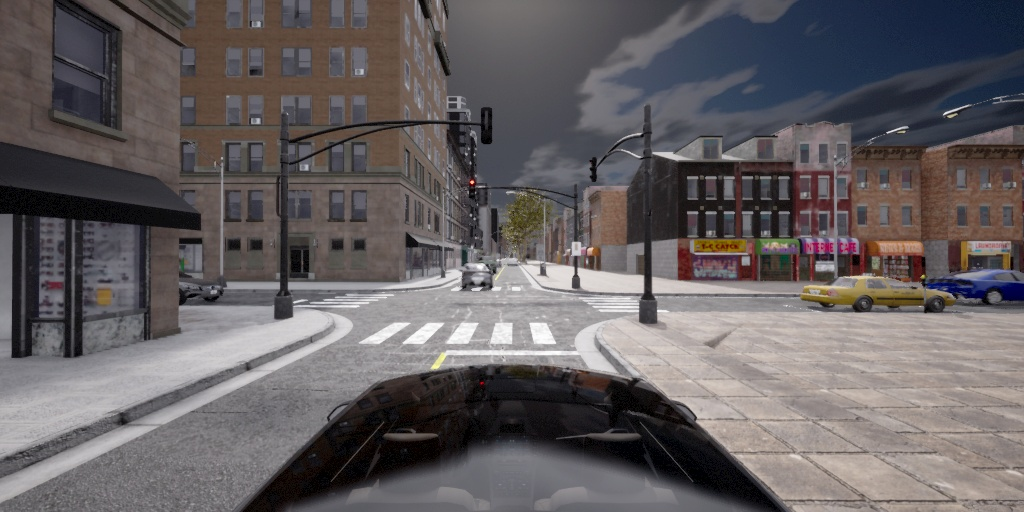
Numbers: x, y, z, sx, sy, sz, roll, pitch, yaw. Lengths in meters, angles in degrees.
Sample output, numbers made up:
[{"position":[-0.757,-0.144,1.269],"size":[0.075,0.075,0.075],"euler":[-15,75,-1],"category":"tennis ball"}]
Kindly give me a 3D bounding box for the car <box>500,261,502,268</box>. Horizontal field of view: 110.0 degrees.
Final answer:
[{"position":[-2.797,1.292,61.088],"size":[1.994,1.385,4.181],"euler":[0,0,1],"category":"car"}]

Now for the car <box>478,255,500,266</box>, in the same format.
[{"position":[-2.861,0.952,40.431],"size":[2.150,2.045,5.566],"euler":[0,0,0],"category":"car"}]

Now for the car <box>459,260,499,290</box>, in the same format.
[{"position":[-2.311,1.234,22.774],"size":[2.128,1.511,4.902],"euler":[0,0,-9],"category":"car"}]

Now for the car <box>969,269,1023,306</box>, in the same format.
[{"position":[22.009,1.371,16.236],"size":[5.008,1.535,1.882],"euler":[0,0,0],"category":"car"}]

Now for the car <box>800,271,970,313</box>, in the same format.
[{"position":[13.881,1.346,13.694],"size":[4.829,1.417,1.751],"euler":[0,0,0],"category":"car"}]

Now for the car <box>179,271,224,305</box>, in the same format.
[{"position":[-14.412,1.195,14.520],"size":[4.674,1.442,1.812],"euler":[0,0,0],"category":"car"}]
